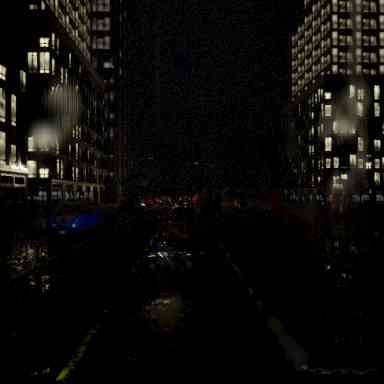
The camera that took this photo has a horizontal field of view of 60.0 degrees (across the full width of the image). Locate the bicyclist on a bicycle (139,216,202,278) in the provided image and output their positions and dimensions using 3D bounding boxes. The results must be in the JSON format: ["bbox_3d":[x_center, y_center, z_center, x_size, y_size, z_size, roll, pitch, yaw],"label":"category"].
[{"bbox_3d":[-0.564,1.454,8.689,1.656,1.620,0.582,-1,0,-1],"label":"bicyclist on a bicycle"}]

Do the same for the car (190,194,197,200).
[{"bbox_3d":[0.480,1.434,95.243,1.967,1.590,4.097,0,0,-1],"label":"car"}]

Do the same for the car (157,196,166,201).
[{"bbox_3d":[-7.637,1.578,83.970,1.802,1.307,4.206,0,0,-1],"label":"car"}]

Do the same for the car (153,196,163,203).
[{"bbox_3d":[-7.376,1.580,72.894,1.802,1.307,4.206,0,0,-1],"label":"car"}]

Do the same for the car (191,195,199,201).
[{"bbox_3d":[0.741,1.562,84.168,1.947,1.339,4.313,0,0,-1],"label":"car"}]

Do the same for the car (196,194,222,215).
[{"bbox_3d":[1.917,1.316,34.327,2.192,1.841,5.009,0,0,-1],"label":"car"}]

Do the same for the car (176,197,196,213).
[{"bbox_3d":[-0.744,1.549,37.107,2.033,1.411,5.357,0,0,-1],"label":"car"}]

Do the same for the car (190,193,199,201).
[{"bbox_3d":[0.612,1.310,89.705,2.192,1.841,5.009,0,0,-1],"label":"car"}]

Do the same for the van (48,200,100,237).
[{"bbox_3d":[-6.069,1.342,17.516,1.690,1.788,3.998,0,0,-1],"label":"van"}]

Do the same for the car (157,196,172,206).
[{"bbox_3d":[-4.349,1.505,54.619,1.837,1.490,4.892,0,0,-1],"label":"car"}]

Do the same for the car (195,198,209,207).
[{"bbox_3d":[1.525,1.566,50.941,1.947,1.339,4.313,0,0,-1],"label":"car"}]

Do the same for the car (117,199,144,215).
[{"bbox_3d":[-6.462,1.567,34.129,1.947,1.339,4.313,0,0,-1],"label":"car"}]

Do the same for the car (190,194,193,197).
[{"bbox_3d":[-1.018,1.478,48.659,1.882,1.535,5.008,0,0,-1],"label":"car"}]

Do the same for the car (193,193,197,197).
[{"bbox_3d":[1.656,1.316,45.404,2.192,1.841,5.009,0,0,-1],"label":"car"}]

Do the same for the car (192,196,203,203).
[{"bbox_3d":[1.133,1.549,67.555,2.008,1.369,4.403,0,0,-1],"label":"car"}]

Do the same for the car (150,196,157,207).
[{"bbox_3d":[-6.853,1.582,50.743,1.802,1.307,4.206,0,0,-1],"label":"car"}]

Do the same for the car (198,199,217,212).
[{"bbox_3d":[1.785,1.546,39.865,1.887,1.381,4.507,0,0,-1],"label":"car"}]

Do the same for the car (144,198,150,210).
[{"bbox_3d":[-6.593,1.552,39.667,2.008,1.369,4.403,0,0,-1],"label":"car"}]
